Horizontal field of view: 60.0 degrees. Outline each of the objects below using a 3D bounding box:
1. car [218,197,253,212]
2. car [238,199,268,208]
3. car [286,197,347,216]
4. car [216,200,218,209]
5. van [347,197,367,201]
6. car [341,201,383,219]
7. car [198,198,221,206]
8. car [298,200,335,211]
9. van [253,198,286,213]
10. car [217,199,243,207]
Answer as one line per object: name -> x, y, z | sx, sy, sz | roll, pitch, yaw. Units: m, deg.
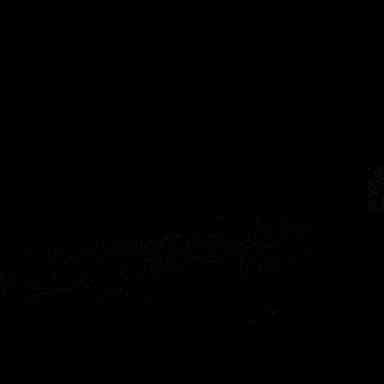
car -> 6.235, 1.627, 43.832 | 2.192, 1.841, 5.009 | -1, 0, -36
car -> 9.770, 1.803, 53.556 | 1.752, 1.417, 4.829 | -1, 0, -36
car -> 12.840, 1.517, 34.591 | 2.192, 1.841, 5.009 | -1, 0, -36
car -> 2.938, 1.915, 48.454 | 2.008, 1.369, 4.403 | -1, 0, -36
van -> 19.771, 1.455, 39.555 | 1.690, 1.788, 3.998 | -1, 0, -36
car -> 16.148, 1.726, 29.970 | 1.802, 1.307, 4.206 | -1, 0, -36
car -> 3.265, 1.929, 62.658 | 2.008, 1.369, 4.403 | -1, 0, -36
car -> 16.474, 1.736, 44.176 | 1.947, 1.339, 4.313 | -1, 0, -36
van -> 9.538, 1.599, 39.212 | 1.690, 1.788, 3.998 | -1, 0, -36
car -> 6.567, 1.872, 58.037 | 1.887, 1.381, 4.507 | -1, 0, -36
